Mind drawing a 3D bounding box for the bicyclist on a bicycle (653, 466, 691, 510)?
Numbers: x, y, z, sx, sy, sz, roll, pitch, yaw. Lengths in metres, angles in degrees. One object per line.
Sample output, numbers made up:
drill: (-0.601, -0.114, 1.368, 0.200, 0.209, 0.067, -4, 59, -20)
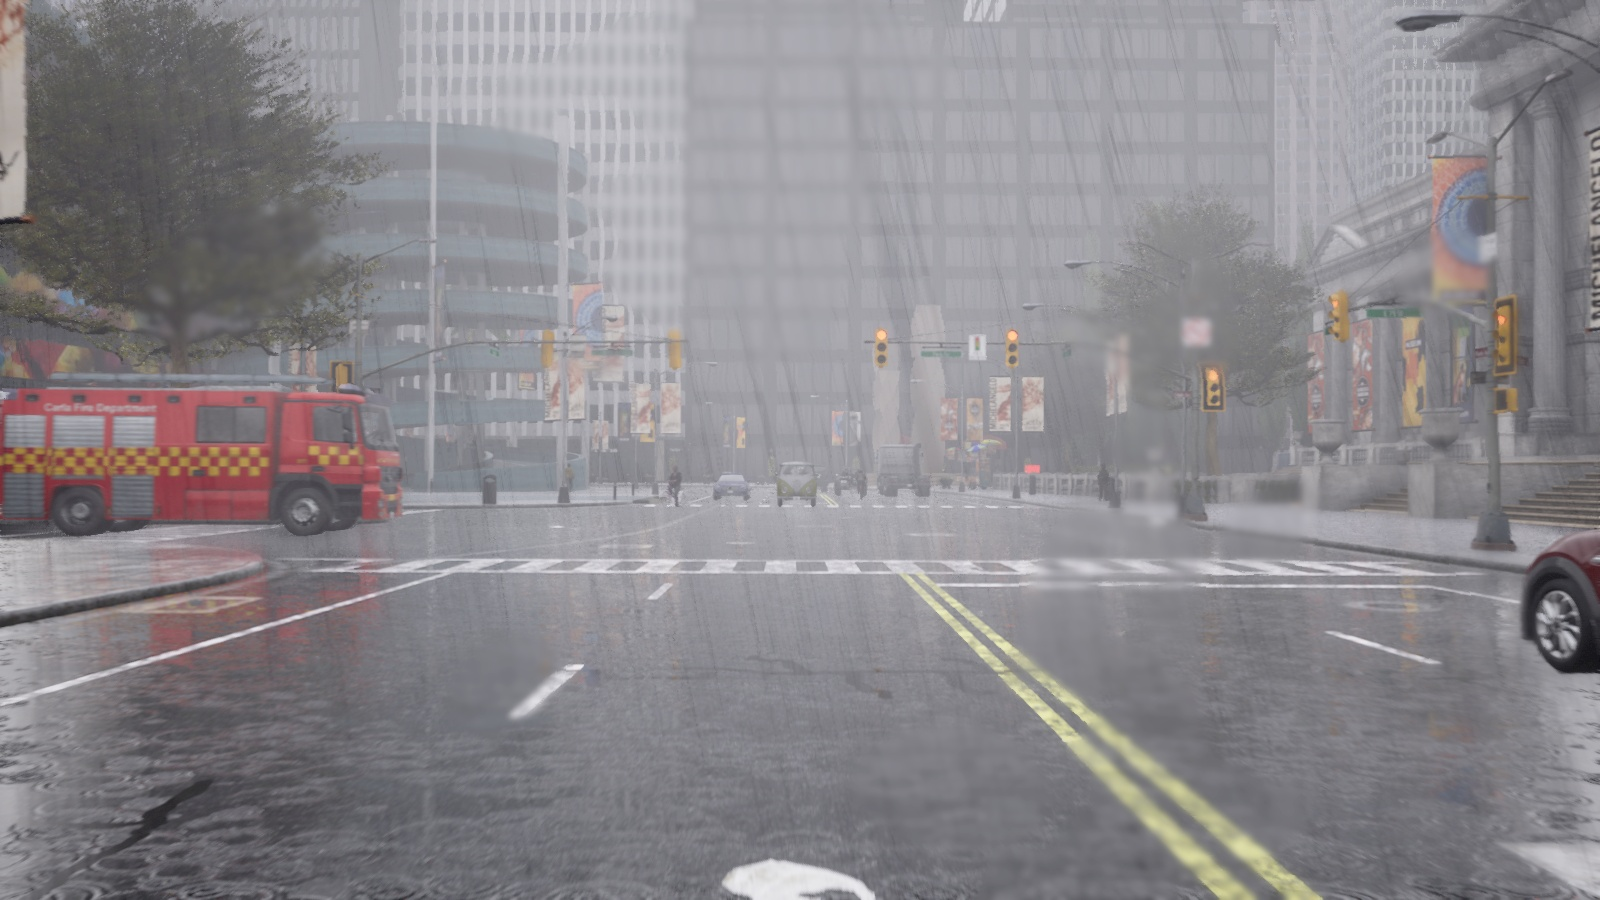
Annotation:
bicyclist on a bicycle: (-5.263, 1.575, 51.902, 0.659, 1.776, 1.843, -2, -2, 26)

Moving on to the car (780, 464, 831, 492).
car: (0.390, 2.138, 95.969, 2.150, 2.045, 5.566, 0, -1, -20)

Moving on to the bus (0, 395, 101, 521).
bus: (-30.998, 0.306, 44.424, 10.273, 4.253, 3.944, 0, -1, 0)

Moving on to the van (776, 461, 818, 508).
van: (-0.134, 1.501, 55.731, 1.775, 1.987, 4.442, 0, -1, 0)

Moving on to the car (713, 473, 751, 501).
car: (-3.670, 2.001, 68.470, 1.812, 1.442, 4.674, 0, -1, 0)

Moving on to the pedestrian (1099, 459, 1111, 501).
pedestrian: (14.089, 1.387, 58.059, 0.395, 1.930, 0.692, 0, -1, 0)

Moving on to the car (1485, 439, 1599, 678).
car: (6.979, 0.789, 8.564, 2.097, 1.767, 4.553, 0, -1, 0)

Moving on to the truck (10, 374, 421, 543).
truck: (-13.767, 0.211, 30.215, 8.468, 3.827, 2.891, 0, -1, -5)

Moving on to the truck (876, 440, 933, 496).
truck: (6.713, 1.176, 81.836, 2.891, 3.462, 7.936, 0, -1, -1)

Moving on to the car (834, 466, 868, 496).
car: (3.238, 1.974, 80.959, 1.932, 1.855, 4.605, 0, -1, -1)
